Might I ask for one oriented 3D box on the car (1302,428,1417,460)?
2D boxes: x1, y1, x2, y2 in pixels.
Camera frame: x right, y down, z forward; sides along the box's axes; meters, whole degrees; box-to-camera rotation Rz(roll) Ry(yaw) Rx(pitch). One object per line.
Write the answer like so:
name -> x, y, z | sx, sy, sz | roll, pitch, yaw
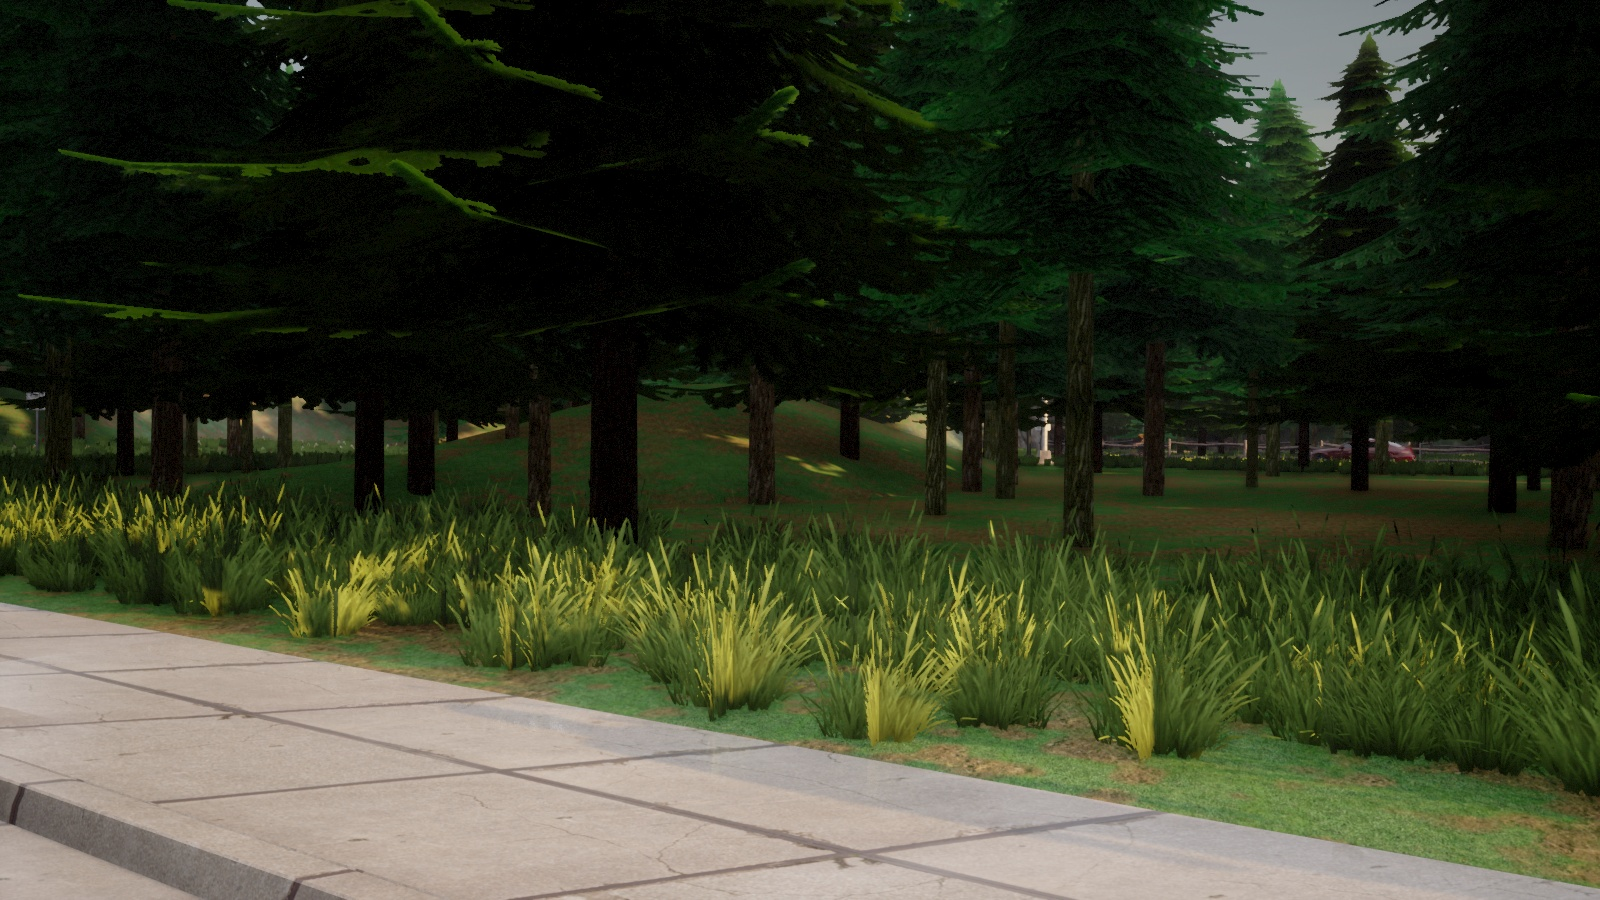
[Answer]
car -> 26.179, -0.284, 58.854 | 4.674, 1.442, 1.812 | 0, 1, 35
